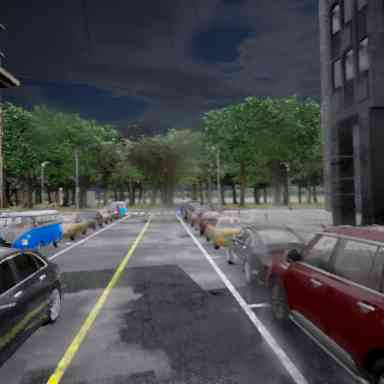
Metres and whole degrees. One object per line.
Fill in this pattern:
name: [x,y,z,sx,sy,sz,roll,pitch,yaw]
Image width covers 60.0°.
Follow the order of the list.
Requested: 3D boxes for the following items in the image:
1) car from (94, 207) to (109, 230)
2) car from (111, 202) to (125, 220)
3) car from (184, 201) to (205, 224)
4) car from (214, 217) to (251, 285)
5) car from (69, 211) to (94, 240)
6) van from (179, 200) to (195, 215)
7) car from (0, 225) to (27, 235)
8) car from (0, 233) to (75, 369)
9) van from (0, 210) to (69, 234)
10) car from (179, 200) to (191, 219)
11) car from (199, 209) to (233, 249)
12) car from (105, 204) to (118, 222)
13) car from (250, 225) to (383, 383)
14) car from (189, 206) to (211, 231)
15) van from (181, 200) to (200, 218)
car: [-7.807,2.101,25.141,1.947,1.339,4.313,-1,-1,-5]
car: [-8.738,2.146,35.977,1.967,1.590,4.097,-1,-1,-5]
car: [0.681,1.769,25.873,1.967,1.590,4.097,-1,-1,-5]
car: [2.075,1.627,9.620,2.008,1.369,4.403,-1,-1,-5]
car: [-7.330,1.973,19.556,1.752,1.417,4.829,-1,-1,-5]
van: [-0.712,1.927,42.126,1.690,1.788,3.998,-1,-1,-5]
car: [-6.416,1.848,8.890,1.947,1.339,4.313,-1,-1,-5]
car: [-3.277,1.652,4.594,1.837,1.490,4.892,-1,-1,-5]
van: [-6.886,1.707,14.310,1.690,1.788,3.998,-1,-1,-5]
car: [0.214,1.729,31.292,2.192,1.841,5.009,-1,-1,-5]
car: [1.596,1.688,15.207,1.752,1.417,4.829,-1,-1,-5]
car: [-8.257,2.143,30.390,1.752,1.417,4.829,-1,-1,-5]
car: [2.532,1.308,4.206,2.192,1.841,5.009,-1,-1,-5]
car: [1.147,1.789,20.455,1.887,1.381,4.507,-1,-1,-5]
van: [-0.249,1.841,36.708,1.690,1.788,3.998,-1,-1,-5]
